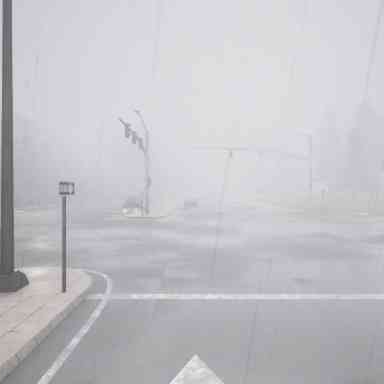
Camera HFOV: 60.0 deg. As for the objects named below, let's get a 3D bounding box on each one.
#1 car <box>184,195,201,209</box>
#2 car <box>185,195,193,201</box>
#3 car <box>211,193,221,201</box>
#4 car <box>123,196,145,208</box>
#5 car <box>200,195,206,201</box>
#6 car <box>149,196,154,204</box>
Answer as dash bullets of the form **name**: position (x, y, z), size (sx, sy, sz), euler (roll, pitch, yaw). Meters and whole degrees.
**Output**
- **car**: position (-0.153, 1.526, 44.823), size (1.812, 1.442, 4.674), euler (0, 0, -1)
- **car**: position (-0.806, 1.500, 85.866), size (1.837, 1.490, 4.892), euler (0, 0, -1)
- **car**: position (6.193, 1.225, 85.939), size (2.150, 2.045, 5.566), euler (0, 0, -1)
- **car**: position (-8.282, 1.352, 46.767), size (2.097, 1.767, 4.553), euler (0, 0, -1)
- **car**: position (2.693, 1.524, 85.929), size (1.812, 1.442, 4.674), euler (0, 0, -1)
- **car**: position (-8.506, 1.507, 64.682), size (1.837, 1.490, 4.892), euler (0, -1, 0)
